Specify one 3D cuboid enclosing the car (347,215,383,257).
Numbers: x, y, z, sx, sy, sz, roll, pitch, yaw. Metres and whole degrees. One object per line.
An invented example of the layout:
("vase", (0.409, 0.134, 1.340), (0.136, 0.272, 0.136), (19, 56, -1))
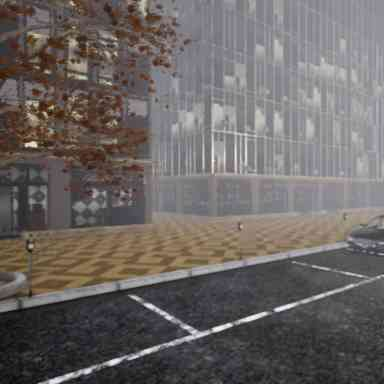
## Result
("car", (7.172, 1.461, 11.667), (4.403, 1.369, 2.008), (-1, 1, -35))
